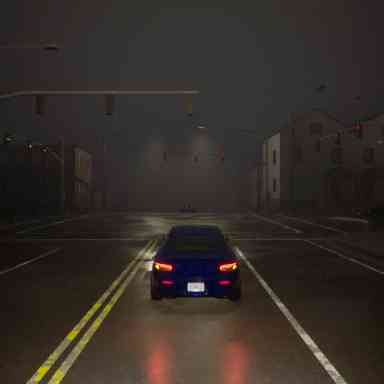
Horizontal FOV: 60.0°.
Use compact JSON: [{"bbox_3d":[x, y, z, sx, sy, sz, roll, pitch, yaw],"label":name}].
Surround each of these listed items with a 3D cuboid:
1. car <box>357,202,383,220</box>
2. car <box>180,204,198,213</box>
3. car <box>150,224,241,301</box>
[{"bbox_3d":[16.370,1.526,27.970,4.674,1.442,1.812,0,0,-1],"label":"car"},{"bbox_3d":[-0.305,2.255,41.192,2.033,1.411,5.357,-1,-8,6],"label":"car"},{"bbox_3d":[0.087,1.526,8.219,1.812,1.442,4.674,0,0,0],"label":"car"}]
